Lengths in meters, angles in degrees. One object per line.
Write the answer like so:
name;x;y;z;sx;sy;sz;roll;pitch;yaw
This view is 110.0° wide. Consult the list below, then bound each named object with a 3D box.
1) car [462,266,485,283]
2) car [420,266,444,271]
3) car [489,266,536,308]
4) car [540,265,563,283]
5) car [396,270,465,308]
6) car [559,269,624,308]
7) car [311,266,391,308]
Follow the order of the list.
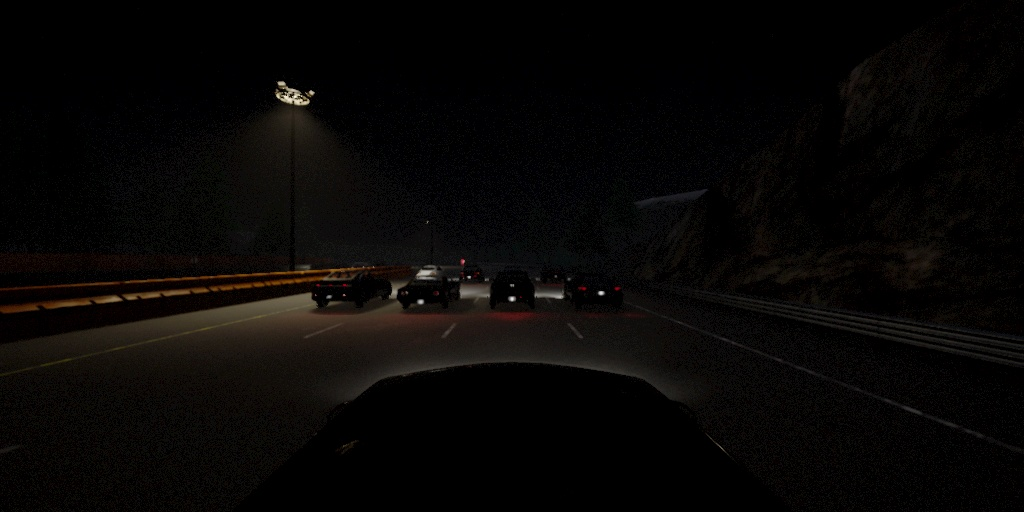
car;-3.468;1.552;31.245;1.812;1.442;4.674;0;0;0
car;-6.968;1.552;31.231;1.812;1.442;4.674;0;0;0
car;0.015;1.393;16.140;1.837;1.490;4.892;0;0;0
car;3.531;1.505;31.308;1.882;1.535;5.008;0;0;0
car;-3.488;1.484;15.949;1.895;1.301;4.718;0;0;0
car;3.515;1.449;16.108;1.994;1.385;4.181;0;0;0
car;-6.985;1.378;16.146;2.128;1.511;4.902;0;0;0
